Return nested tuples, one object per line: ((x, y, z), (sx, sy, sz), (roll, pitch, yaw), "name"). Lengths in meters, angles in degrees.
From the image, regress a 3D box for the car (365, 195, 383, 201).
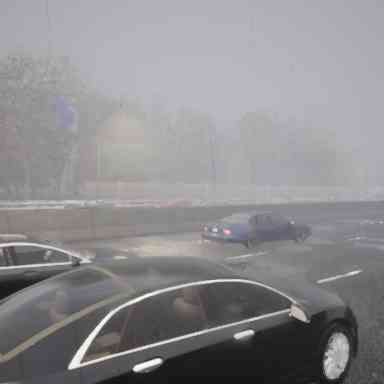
((27.149, 1.554, 49.062), (4.674, 1.442, 1.812), (0, 0, -35), "car")

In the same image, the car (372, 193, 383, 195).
((31.727, 1.265, 56.618), (5.566, 2.045, 2.150), (0, 0, -35), "car")

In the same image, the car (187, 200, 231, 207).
((2.107, 1.555, 26.991), (4.181, 1.385, 1.994), (0, 0, -35), "car")

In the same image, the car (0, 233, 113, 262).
((-3.051, 1.491, 5.875), (4.902, 1.511, 2.128), (0, 0, -35), "car")

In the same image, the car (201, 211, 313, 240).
((2.951, 1.540, 14.450), (5.357, 1.411, 2.033), (0, 0, -35), "car")

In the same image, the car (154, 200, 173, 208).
((-1.425, 1.469, 33.068), (5.008, 1.535, 1.882), (0, 0, -35), "car")

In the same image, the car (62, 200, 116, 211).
((-9.695, 1.485, 31.469), (4.902, 1.511, 2.128), (0, 0, -35), "car")

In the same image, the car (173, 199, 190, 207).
((1.165, 1.483, 30.616), (4.902, 1.511, 2.128), (0, 0, -35), "car")

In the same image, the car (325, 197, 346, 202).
((23.851, 1.593, 55.332), (4.181, 1.385, 1.994), (0, 0, -35), "car")

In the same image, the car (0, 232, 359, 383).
((-0.062, 1.503, 3.702), (4.892, 1.490, 1.837), (0, 0, -36), "car")
